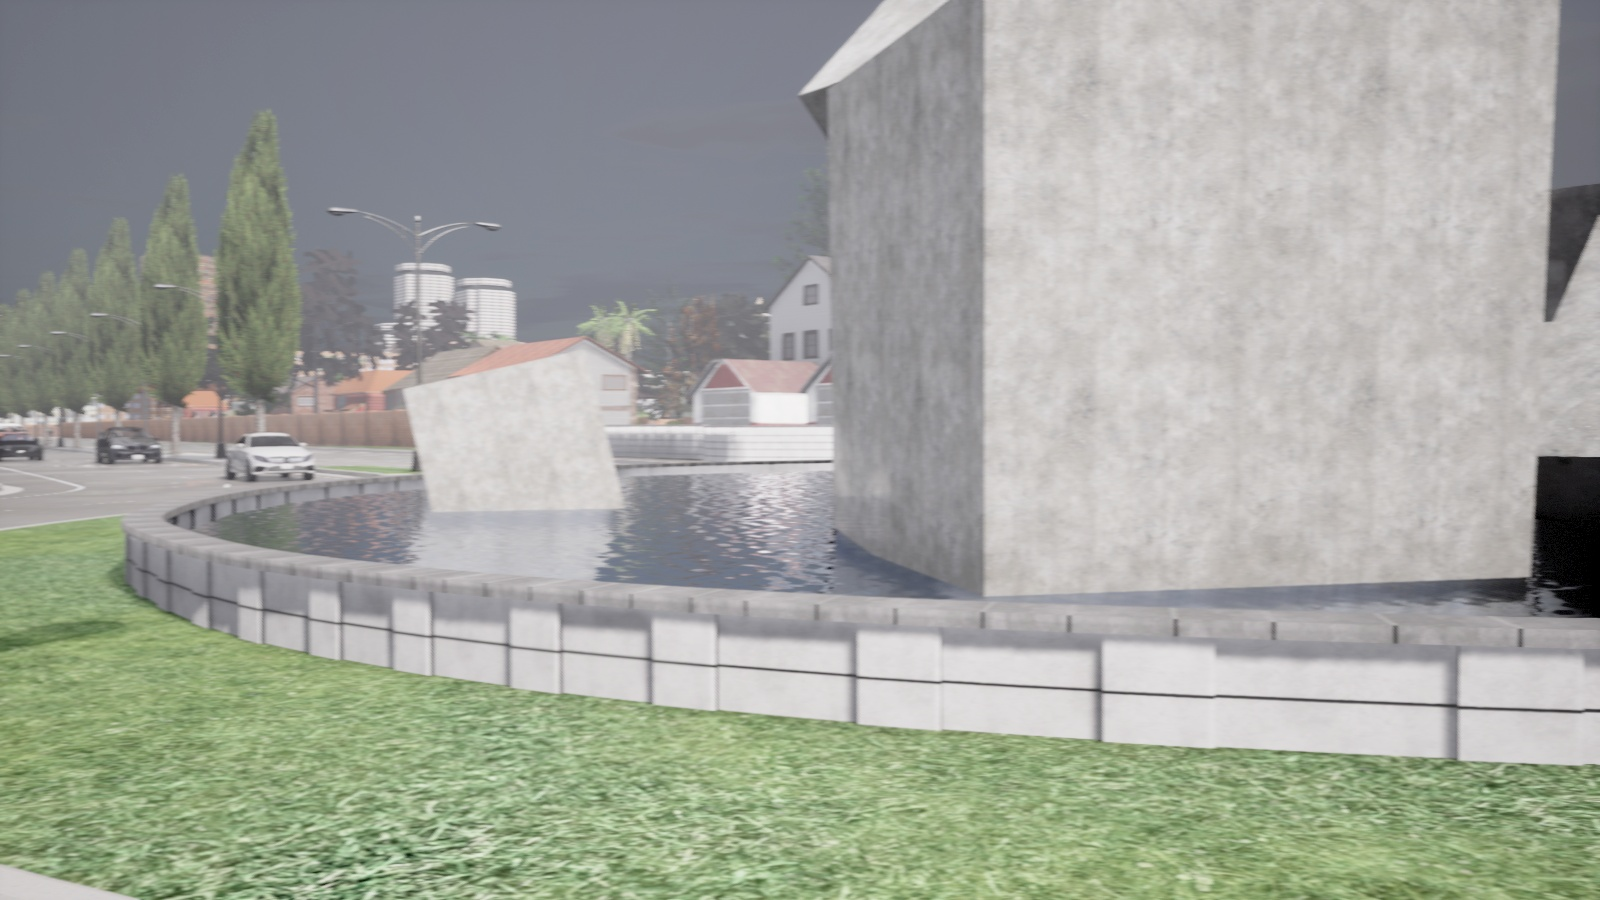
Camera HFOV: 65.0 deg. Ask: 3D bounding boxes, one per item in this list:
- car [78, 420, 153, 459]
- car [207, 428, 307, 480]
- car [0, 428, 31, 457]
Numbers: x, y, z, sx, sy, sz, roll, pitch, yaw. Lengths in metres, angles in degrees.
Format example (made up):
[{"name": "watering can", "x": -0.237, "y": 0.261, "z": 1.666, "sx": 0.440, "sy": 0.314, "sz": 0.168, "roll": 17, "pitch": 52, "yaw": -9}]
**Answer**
[{"name": "car", "x": -31.201, "y": -0.507, "z": 57.195, "sx": 2.242, "sy": 1.667, "sz": 4.611, "roll": -1, "pitch": 1, "yaw": -38}, {"name": "car", "x": -16.549, "y": 0.075, "z": 38.150, "sx": 1.812, "sy": 1.442, "sz": 4.674, "roll": -1, "pitch": 1, "yaw": -36}, {"name": "car", "x": -39.625, "y": -0.405, "z": 62.312, "sx": 1.994, "sy": 1.385, "sz": 4.181, "roll": -1, "pitch": 1, "yaw": -38}]
